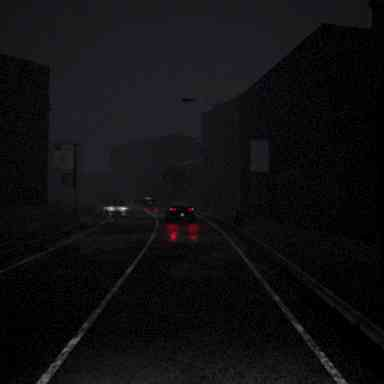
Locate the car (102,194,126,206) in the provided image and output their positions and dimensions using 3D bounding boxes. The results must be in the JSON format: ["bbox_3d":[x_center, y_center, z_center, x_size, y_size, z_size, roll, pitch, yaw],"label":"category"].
[{"bbox_3d":[-9.123,0.882,38.726,1.994,1.385,4.181,1,1,-27],"label":"car"}]

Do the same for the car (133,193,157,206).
[{"bbox_3d":[-5.728,0.898,40.115,2.128,1.511,4.902,2,1,-25],"label":"car"}]

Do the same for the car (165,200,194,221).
[{"bbox_3d":[-0.952,1.281,24.340,1.812,1.442,4.674,0,1,-8],"label":"car"}]
